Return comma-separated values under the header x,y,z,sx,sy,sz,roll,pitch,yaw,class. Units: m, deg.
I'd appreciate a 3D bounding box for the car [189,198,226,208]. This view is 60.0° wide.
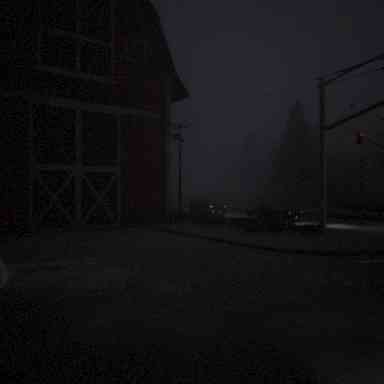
x,y,z,sx,sy,sz,roll,pitch,yaw,class
1.549,1.386,34.356,2.097,1.767,4.553,0,0,-34,car

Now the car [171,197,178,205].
x,y,z,sx,sy,sz,roll,pitch,yaw,class
-3.953,1.255,42.383,2.150,2.045,5.566,0,0,-35,car

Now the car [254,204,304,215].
x,y,z,sx,sy,sz,roll,pitch,yaw,class
6.656,1.636,26.916,1.895,1.301,4.718,0,0,-34,car
